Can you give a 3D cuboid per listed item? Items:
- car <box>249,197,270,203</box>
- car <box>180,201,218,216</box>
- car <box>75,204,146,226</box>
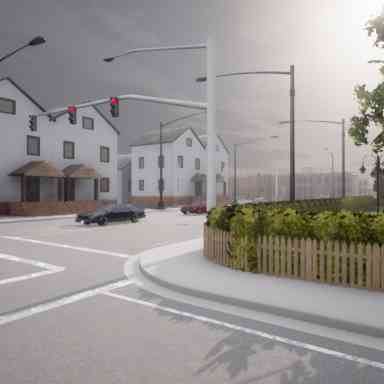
[{"bbox_3d":[9.336,1.506,45.410,1.837,1.490,4.892,0,0,35],"label":"car"},{"bbox_3d":[0.853,1.601,33.156,1.895,1.301,4.718,0,0,35],"label":"car"},{"bbox_3d":[-5.612,1.547,23.781,2.033,1.411,5.357,0,0,35],"label":"car"}]
